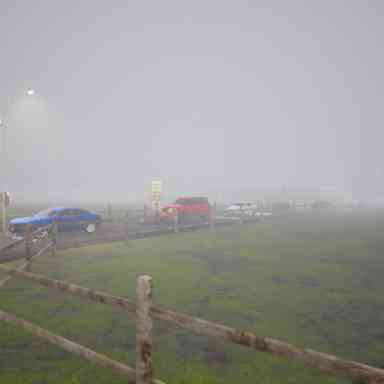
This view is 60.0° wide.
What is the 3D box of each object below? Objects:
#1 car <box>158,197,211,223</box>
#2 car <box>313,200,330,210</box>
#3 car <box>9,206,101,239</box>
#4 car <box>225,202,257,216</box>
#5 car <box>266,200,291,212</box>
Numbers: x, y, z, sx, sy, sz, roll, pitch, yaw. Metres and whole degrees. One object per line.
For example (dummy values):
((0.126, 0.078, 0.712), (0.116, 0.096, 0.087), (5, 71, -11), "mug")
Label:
((-0.581, 1.408, 27.735), (2.150, 2.045, 5.566), (0, -1, 36), "car")
((20.000, 1.995, 50.959), (1.837, 1.490, 4.892), (0, 0, 36), "car")
((-7.334, 1.564, 18.252), (1.882, 1.535, 5.008), (0, 0, 34), "car")
((5.386, 1.803, 35.900), (1.812, 1.442, 4.674), (0, 0, 36), "car")
((11.565, 1.869, 44.314), (2.128, 1.511, 4.902), (0, 0, 37), "car")
